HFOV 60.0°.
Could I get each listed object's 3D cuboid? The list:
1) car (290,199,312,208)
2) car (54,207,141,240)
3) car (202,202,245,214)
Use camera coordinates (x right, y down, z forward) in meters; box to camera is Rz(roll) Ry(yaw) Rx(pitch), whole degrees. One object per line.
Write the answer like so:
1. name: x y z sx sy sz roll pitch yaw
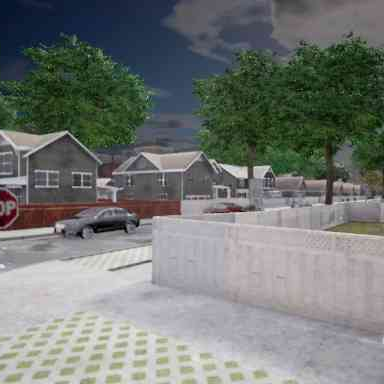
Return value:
1. car: 14.991 1.781 45.632 2.128 1.511 4.902 0 0 35
2. car: -4.893 1.561 17.743 2.128 1.511 4.902 0 0 35
3. car: 2.746 1.629 28.519 1.882 1.535 5.008 0 0 35
